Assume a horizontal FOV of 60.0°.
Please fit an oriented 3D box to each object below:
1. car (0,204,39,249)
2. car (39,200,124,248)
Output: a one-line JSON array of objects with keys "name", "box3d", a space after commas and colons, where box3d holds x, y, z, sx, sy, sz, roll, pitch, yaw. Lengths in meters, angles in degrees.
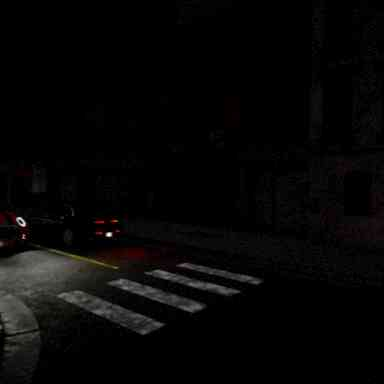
[{"name": "car", "box3d": [-7.397, 0.867, 11.121, 4.553, 1.767, 2.097, 3, 1, 38]}, {"name": "car", "box3d": [-4.684, 1.087, 12.740, 4.892, 1.490, 1.837, 3, 1, 38]}]
